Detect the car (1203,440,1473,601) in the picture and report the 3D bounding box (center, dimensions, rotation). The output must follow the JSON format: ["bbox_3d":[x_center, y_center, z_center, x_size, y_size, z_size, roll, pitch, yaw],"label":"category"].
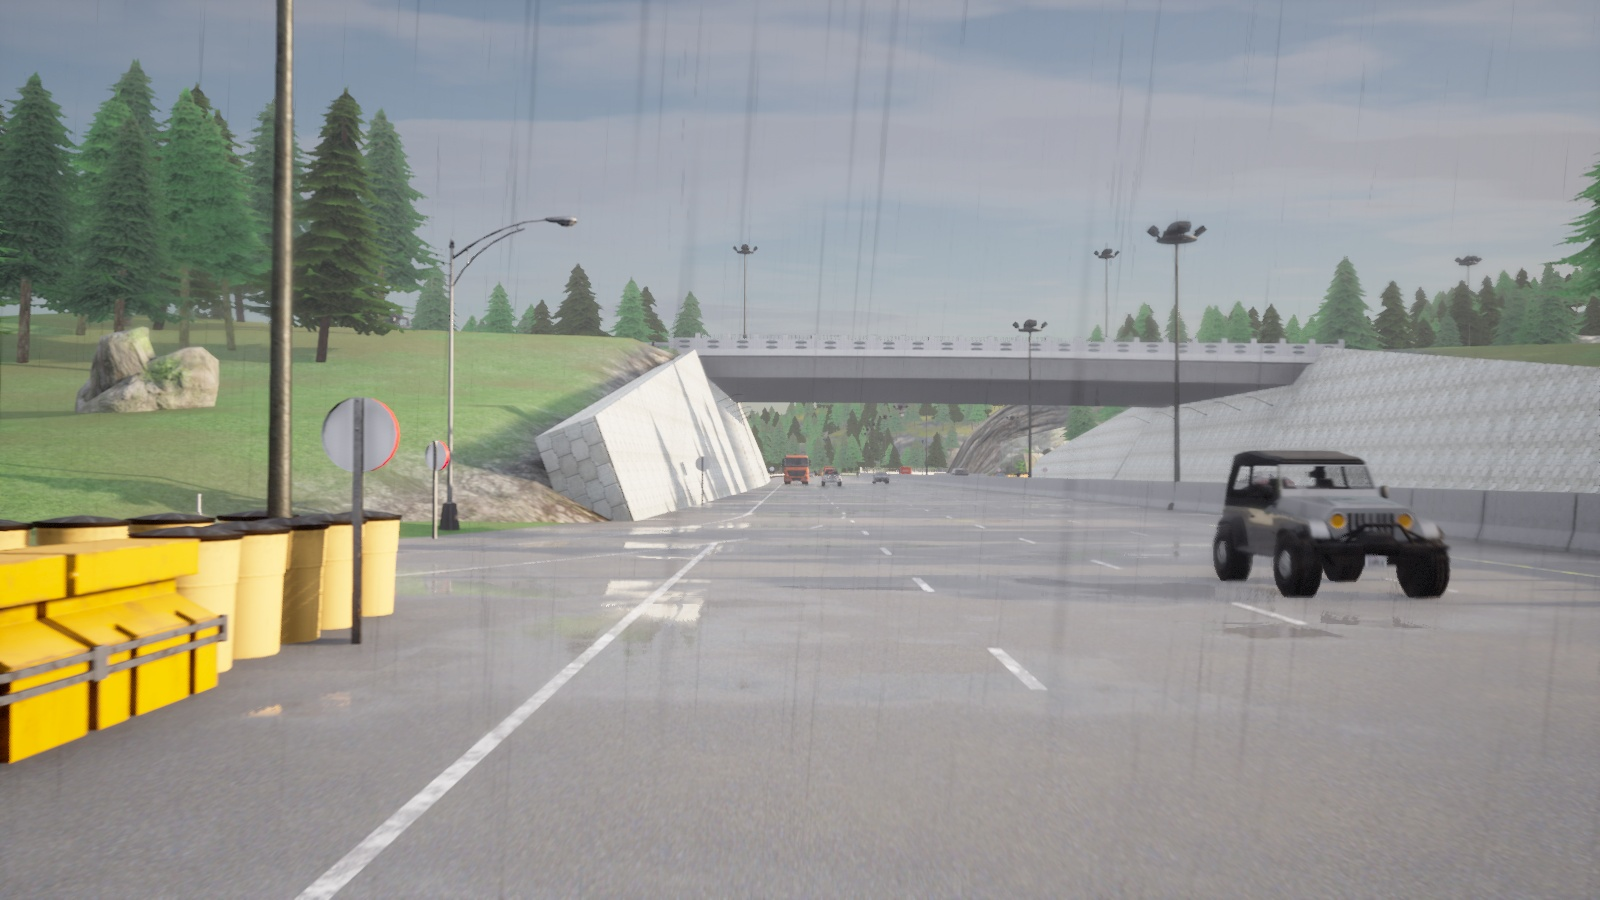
[{"bbox_3d":[6.958,0.863,16.732,1.905,1.878,3.866,0,-1,0],"label":"car"}]
